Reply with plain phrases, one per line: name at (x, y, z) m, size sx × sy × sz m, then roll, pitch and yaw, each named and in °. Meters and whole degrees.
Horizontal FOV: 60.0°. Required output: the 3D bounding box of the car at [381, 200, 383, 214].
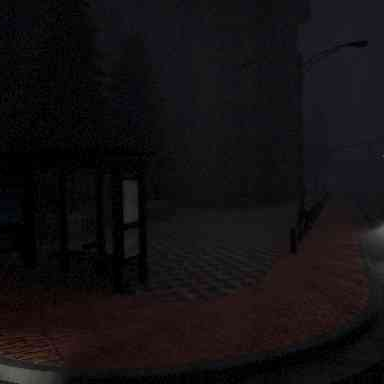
car at (12.663, 0.797, 20.034) m, size 1.895 × 1.301 × 4.718 m, roll 0°, pitch 2°, yaw 25°
